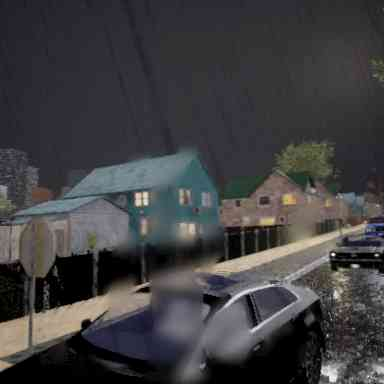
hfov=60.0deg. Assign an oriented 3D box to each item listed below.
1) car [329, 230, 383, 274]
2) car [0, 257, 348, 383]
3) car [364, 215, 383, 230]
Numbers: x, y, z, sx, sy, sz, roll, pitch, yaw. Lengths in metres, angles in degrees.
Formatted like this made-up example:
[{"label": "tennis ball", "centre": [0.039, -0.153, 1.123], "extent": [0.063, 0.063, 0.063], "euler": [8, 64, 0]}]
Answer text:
[{"label": "car", "centre": [7.093, 2.481, 13.930], "extent": [1.895, 1.301, 4.718], "euler": [-6, -6, 33]}, {"label": "car", "centre": [-0.013, 1.799, 3.787], "extent": [2.128, 1.511, 4.902], "euler": [-6, -6, 38]}, {"label": "car", "centre": [15.113, 2.835, 26.325], "extent": [2.150, 2.045, 5.566], "euler": [-6, -6, 33]}]
